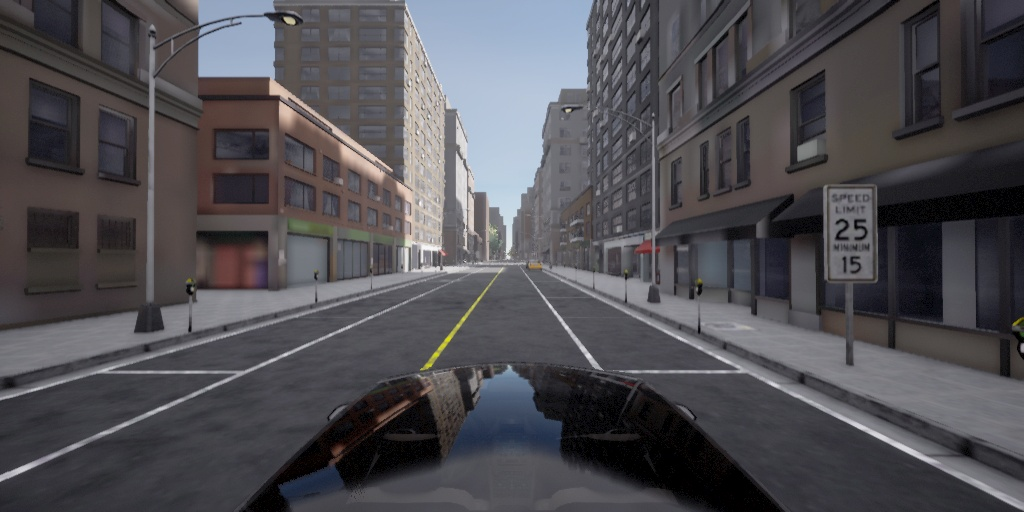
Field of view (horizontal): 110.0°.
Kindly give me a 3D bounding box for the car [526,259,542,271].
[{"bbox_3d":[3.150,1.209,49.773,1.801,1.575,5.366,0,0,0],"label":"car"}]
